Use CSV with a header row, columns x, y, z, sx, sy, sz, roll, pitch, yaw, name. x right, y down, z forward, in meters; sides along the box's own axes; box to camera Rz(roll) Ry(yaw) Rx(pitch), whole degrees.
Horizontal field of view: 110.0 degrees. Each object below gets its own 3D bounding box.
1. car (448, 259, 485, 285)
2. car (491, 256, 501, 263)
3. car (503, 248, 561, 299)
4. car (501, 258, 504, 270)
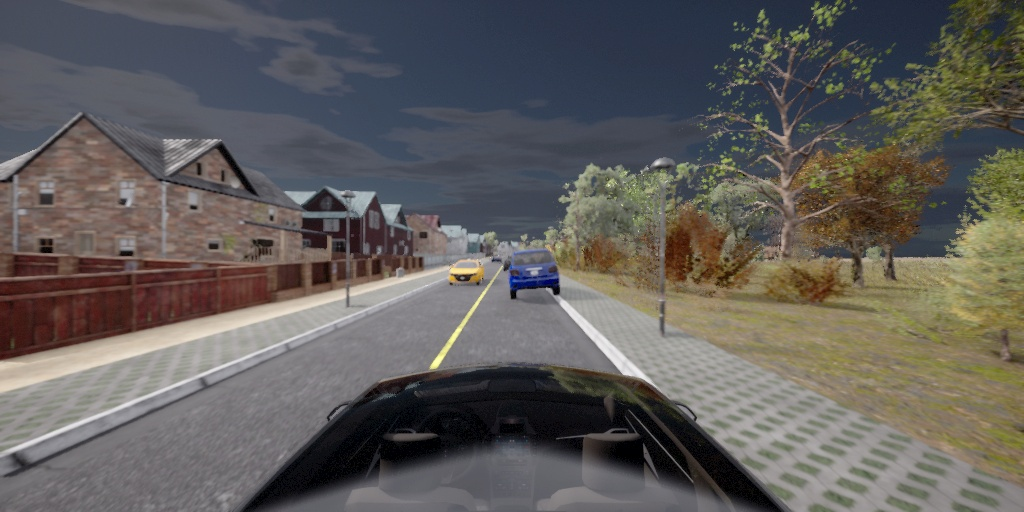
x,y,z,sx,sy,sz,roll,pitch,yaw,name
-2.834,0.980,23.132,1.882,1.535,5.008,0,1,0,car
-2.747,0.622,63.993,1.895,1.301,4.718,0,1,1,car
0.899,0.724,16.876,2.150,2.045,5.566,-5,1,0,car
0.038,0.822,38.813,1.837,1.490,4.892,0,1,0,car
